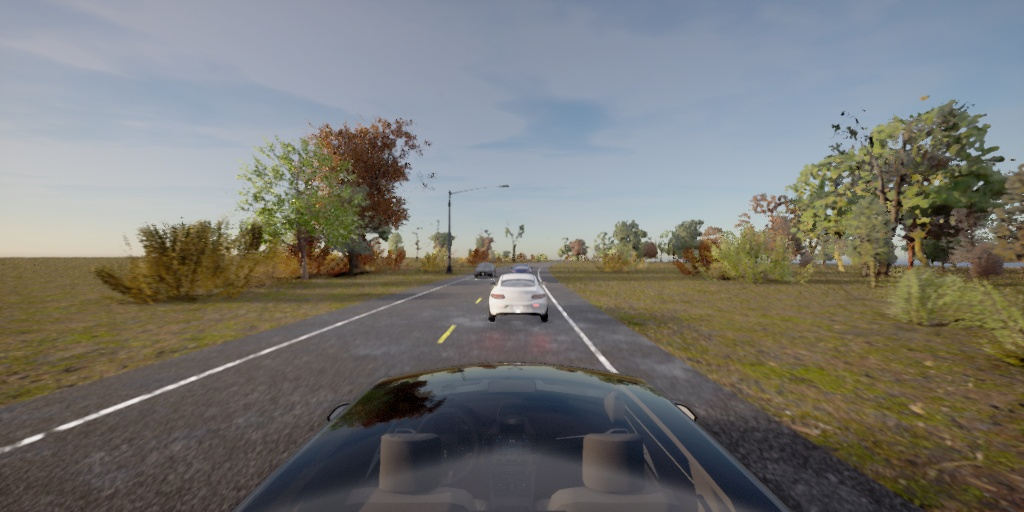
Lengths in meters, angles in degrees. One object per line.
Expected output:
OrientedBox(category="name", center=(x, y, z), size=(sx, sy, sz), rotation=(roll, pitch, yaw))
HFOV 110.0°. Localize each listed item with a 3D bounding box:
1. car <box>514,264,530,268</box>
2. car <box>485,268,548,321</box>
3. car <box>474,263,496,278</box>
OrientedBox(category="car", center=(0.860, 1.421, 31.324), size=(1.812, 1.442, 4.674), rotation=(0, 0, 3))
OrientedBox(category="car", center=(0.217, 1.330, 12.577), size=(1.812, 1.442, 4.674), rotation=(0, 0, 1))
OrientedBox(category="car", center=(-2.593, 1.422, 35.908), size=(1.837, 1.490, 4.892), rotation=(0, 0, 3))
